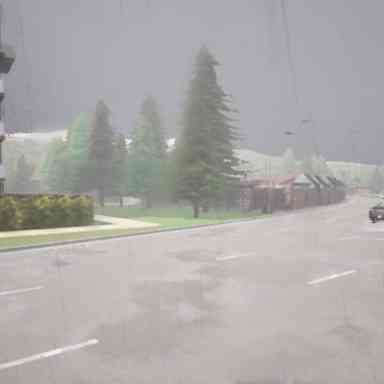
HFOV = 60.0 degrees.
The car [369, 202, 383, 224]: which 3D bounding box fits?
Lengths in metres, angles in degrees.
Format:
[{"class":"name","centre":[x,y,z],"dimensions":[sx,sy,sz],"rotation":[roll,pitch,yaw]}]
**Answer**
[{"class":"car","centre":[13.647,1.340,22.073],"dimensions":[4.902,1.511,2.128],"rotation":[0,0,-35]}]
